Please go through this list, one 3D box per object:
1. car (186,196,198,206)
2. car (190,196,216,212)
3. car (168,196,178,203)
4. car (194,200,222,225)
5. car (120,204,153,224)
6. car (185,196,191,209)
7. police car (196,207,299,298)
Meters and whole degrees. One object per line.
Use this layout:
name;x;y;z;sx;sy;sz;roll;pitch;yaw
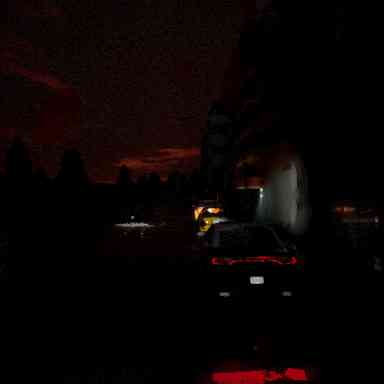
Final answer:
car;0.000;1.505;56.686;1.837;1.490;4.892;0;0;0
car;1.147;1.300;24.532;2.097;1.767;4.553;-3;0;0
car;-3.999;1.547;71.144;2.033;1.411;5.357;0;0;0
car;1.200;1.456;18.751;1.801;1.575;5.366;0;0;0
car;-4.100;1.564;24.968;1.994;1.385;4.181;0;0;0
car;0.025;1.491;44.505;2.128;1.511;4.902;0;0;1
police car;1.188;1.420;8.673;1.930;1.638;5.238;0;0;0
